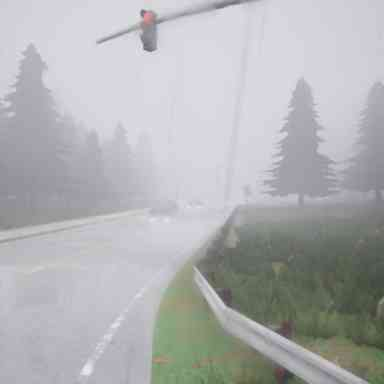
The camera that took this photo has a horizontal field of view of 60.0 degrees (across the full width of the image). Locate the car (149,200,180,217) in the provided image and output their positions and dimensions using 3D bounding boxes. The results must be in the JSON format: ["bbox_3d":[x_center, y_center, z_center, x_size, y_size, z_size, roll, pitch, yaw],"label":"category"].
[{"bbox_3d":[-2.472,1.473,31.152,2.033,1.411,5.357,0,0,9],"label":"car"}]

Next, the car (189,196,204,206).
[{"bbox_3d":[0.672,1.368,51.623,1.882,1.535,5.008,0,0,8],"label":"car"}]
